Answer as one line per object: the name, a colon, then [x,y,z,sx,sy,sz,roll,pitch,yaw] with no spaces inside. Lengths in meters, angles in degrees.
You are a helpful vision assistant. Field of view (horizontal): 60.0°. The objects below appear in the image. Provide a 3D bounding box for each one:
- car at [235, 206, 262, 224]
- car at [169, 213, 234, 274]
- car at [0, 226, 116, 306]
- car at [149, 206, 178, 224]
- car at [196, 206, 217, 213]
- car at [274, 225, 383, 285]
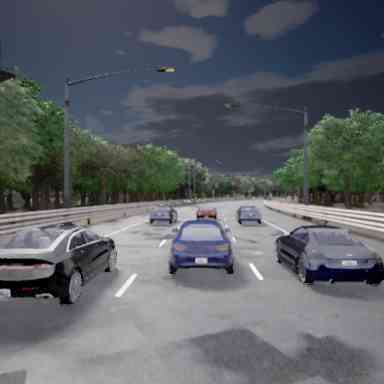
car: [4.678,1.866,27.946,2.033,1.411,5.357,0,-1,4]
car: [0.309,1.649,10.963,1.812,1.442,4.674,0,-1,2]
car: [-3.265,1.584,8.271,2.128,1.511,4.902,0,-1,1]
car: [-2.322,1.864,28.159,2.033,1.411,5.357,0,-1,4]
car: [1.478,1.962,31.868,1.895,1.301,4.718,0,-1,5]
car: [3.783,1.677,9.873,1.994,1.385,4.181,0,-1,2]
